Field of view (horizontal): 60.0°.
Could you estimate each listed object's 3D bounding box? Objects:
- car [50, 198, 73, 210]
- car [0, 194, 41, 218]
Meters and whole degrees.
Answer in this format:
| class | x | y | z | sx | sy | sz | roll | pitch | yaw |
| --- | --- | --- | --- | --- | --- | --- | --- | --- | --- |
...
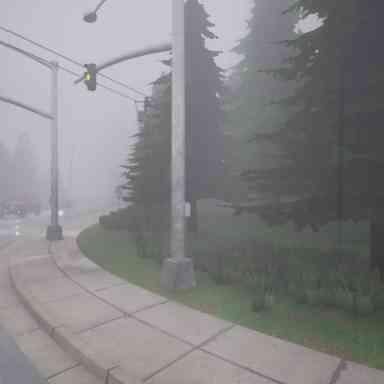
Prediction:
| class | x | y | z | sx | sy | sz | roll | pitch | yaw |
| --- | --- | --- | --- | --- | --- | --- | --- | --- | --- |
| car | -16.782 | 1.482 | 42.943 | 2.128 | 1.511 | 4.902 | 0 | 0 | -5 |
| car | -15.617 | 1.212 | 30.243 | 2.150 | 2.045 | 5.566 | 0 | 0 | -5 |
